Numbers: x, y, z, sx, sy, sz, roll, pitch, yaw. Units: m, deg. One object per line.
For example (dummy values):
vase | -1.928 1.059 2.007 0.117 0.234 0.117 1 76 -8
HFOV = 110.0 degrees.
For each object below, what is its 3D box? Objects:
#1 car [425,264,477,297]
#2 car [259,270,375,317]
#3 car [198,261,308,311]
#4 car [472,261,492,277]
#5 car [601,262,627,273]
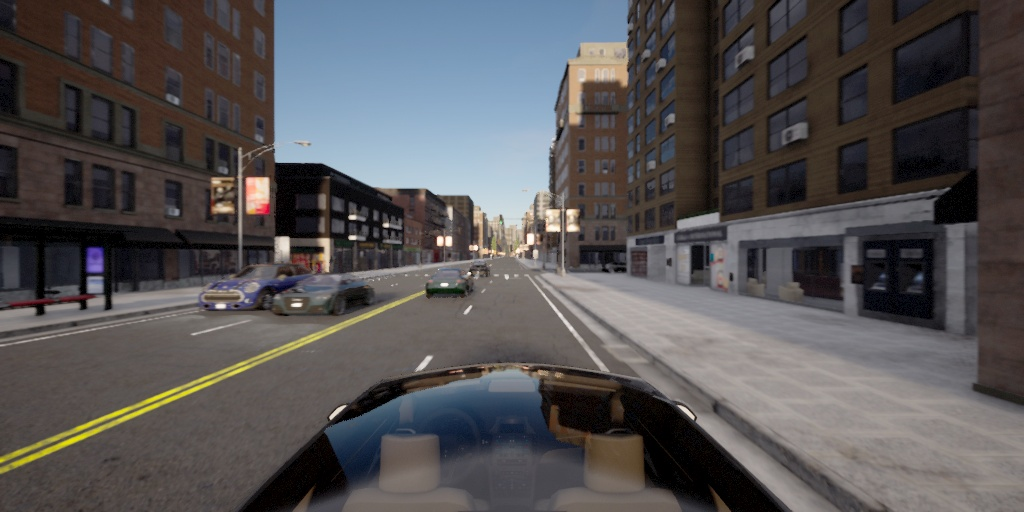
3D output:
car | -3.150 1.314 18.748 1.994 1.385 4.181 0 0 0
car | -6.594 1.315 12.978 1.994 1.385 4.181 0 0 0
car | -9.841 1.101 14.358 2.097 1.767 4.553 0 0 0
car | -3.149 1.259 35.575 1.837 1.490 4.892 0 0 0
car | 12.399 1.340 41.121 4.313 1.339 1.948 0 0 0
